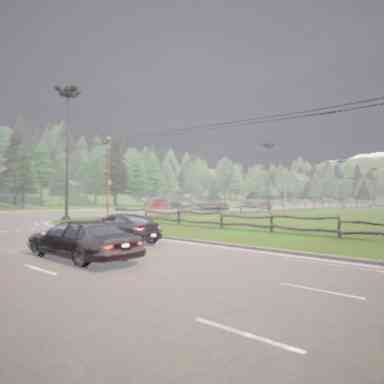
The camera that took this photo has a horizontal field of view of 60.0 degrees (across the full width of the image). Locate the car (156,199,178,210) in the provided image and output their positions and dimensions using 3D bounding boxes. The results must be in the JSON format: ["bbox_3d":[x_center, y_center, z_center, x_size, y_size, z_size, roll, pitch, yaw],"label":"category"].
[{"bbox_3d":[-3.940,2.526,62.581,1.837,1.490,4.892,0,-1,41],"label":"car"}]

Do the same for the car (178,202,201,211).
[{"bbox_3d":[0.536,2.519,57.120,2.033,1.411,5.357,0,-1,41],"label":"car"}]

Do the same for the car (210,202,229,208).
[{"bbox_3d":[6.156,2.855,74.134,1.994,1.385,4.181,0,-1,41],"label":"car"}]

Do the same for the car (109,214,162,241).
[{"bbox_3d":[-3.456,1.773,16.169,4.674,1.442,1.812,-1,-2,40],"label":"car"}]

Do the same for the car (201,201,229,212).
[{"bbox_3d":[4.083,2.584,55.865,1.895,1.301,4.718,0,-1,41],"label":"car"}]

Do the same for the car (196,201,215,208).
[{"bbox_3d":[3.223,2.835,76.095,1.812,1.442,4.674,0,-1,41],"label":"car"}]

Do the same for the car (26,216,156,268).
[{"bbox_3d":[-3.967,1.719,11.989,5.357,1.411,2.033,0,-1,41],"label":"car"}]

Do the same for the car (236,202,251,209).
[{"bbox_3d":[11.044,2.765,69.087,1.837,1.490,4.892,0,-1,41],"label":"car"}]

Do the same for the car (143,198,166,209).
[{"bbox_3d":[-6.908,2.248,64.459,2.150,2.045,5.566,0,-1,41],"label":"car"}]

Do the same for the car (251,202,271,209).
[{"bbox_3d":[14.506,2.770,67.737,1.837,1.490,4.892,0,-1,41],"label":"car"}]
